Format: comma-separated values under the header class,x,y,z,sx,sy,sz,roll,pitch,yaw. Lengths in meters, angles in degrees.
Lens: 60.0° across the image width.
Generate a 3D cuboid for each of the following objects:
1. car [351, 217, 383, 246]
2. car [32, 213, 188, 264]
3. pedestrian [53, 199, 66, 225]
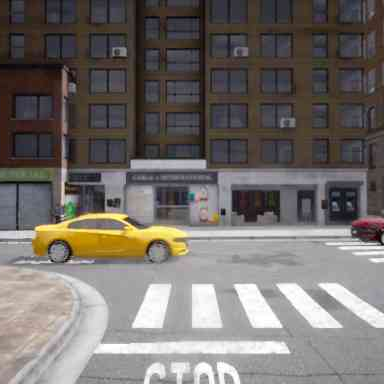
class,x,y,z,sx,sy,sz,roll,pitch,yaw
car,9.374,1.403,14.040,5.008,1.535,1.882,-1,-1,0
car,-2.643,1.471,11.135,5.008,1.535,1.882,0,-1,0
pedestrian,-6.830,1.276,17.017,0.375,1.860,0.375,0,0,0
